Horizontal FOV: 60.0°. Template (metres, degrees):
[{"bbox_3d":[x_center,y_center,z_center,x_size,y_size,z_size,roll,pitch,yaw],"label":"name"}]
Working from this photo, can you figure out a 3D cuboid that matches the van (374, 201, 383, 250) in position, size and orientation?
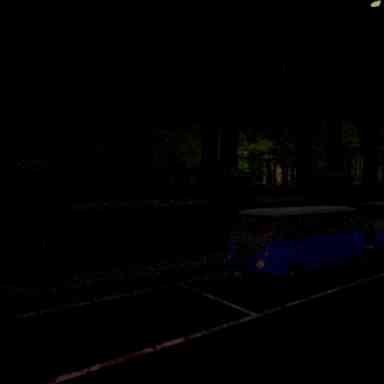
[{"bbox_3d":[7.307,1.187,11.742,3.998,1.788,1.690,-1,0,-35],"label":"van"}]

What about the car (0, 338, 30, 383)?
[{"bbox_3d":[-3.102,1.623,1.163,4.718,1.301,1.895,-1,0,-35],"label":"car"}]

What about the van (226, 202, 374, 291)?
[{"bbox_3d":[2.701,1.256,8.457,3.998,1.788,1.690,-1,0,-35],"label":"van"}]
